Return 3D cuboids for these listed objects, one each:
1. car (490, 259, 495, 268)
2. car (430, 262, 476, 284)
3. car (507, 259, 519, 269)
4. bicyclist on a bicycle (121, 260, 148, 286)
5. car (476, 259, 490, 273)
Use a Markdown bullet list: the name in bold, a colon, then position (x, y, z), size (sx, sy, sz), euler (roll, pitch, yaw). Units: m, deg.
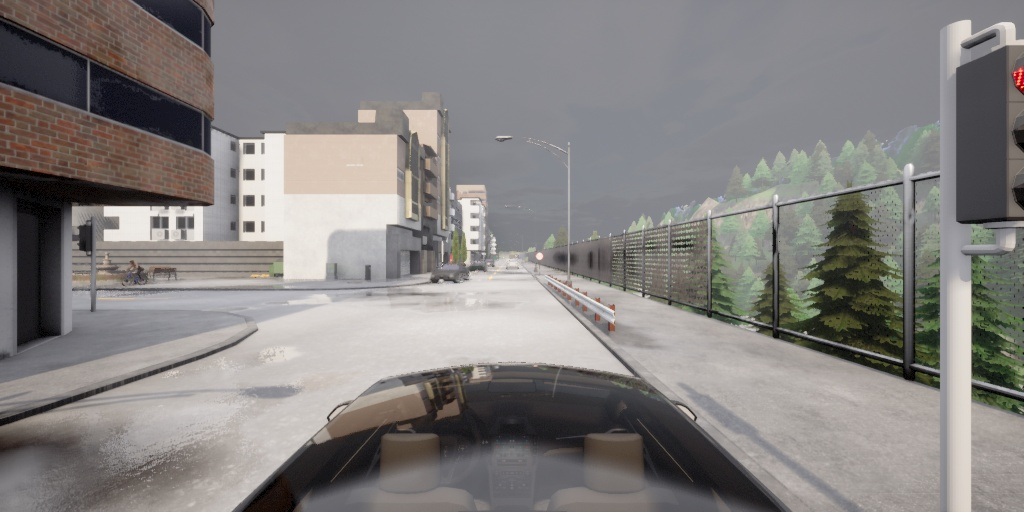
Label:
- **car**: position (-4.049, 1.242, 63.593), size (2.128, 1.511, 4.902), euler (0, 0, 1)
- **car**: position (-4.530, 1.297, 27.186), size (2.033, 1.411, 5.357), euler (0, 0, 7)
- **car**: position (0.082, 1.275, 57.875), size (1.812, 1.442, 4.674), euler (0, 0, 0)
- **bicyclist on a bicycle**: position (-24.284, 1.099, 23.067), size (0.582, 1.620, 1.656), euler (0, 0, 0)
- **car**: position (-4.100, 1.351, 44.423), size (1.895, 1.301, 4.718), euler (0, 0, 0)
